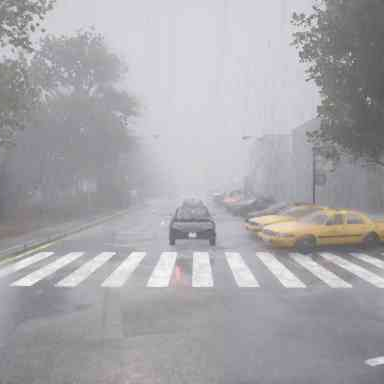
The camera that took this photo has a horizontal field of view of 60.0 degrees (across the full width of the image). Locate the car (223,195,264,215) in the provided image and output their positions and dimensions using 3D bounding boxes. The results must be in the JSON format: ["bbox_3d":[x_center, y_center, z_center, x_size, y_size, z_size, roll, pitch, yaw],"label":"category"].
[{"bbox_3d":[5.380,1.205,27.826,4.674,1.452,2.002,0,1,-20],"label":"car"}]

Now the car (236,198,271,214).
[{"bbox_3d":[5.347,1.286,18.826,4.892,1.521,2.231,1,1,-20],"label":"car"}]

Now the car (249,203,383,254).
[{"bbox_3d":[5.150,1.360,12.761,5.366,1.575,1.946,1,1,-20],"label":"car"}]

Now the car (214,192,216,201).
[{"bbox_3d":[5.450,1.055,39.834,4.674,1.452,2.002,1,0,-20],"label":"car"}]

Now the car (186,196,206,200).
[{"bbox_3d":[0.080,1.273,29.667,1.895,1.301,4.718,0,1,0],"label":"car"}]

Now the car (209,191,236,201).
[{"bbox_3d":[5.576,0.659,60.841,4.553,1.767,2.185,1,0,-20],"label":"car"}]

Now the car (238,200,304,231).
[{"bbox_3d":[5.156,1.320,15.762,5.366,1.575,1.946,0,1,-20],"label":"car"}]

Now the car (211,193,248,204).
[{"bbox_3d":[5.491,0.941,48.827,4.792,1.488,2.163,1,1,-20],"label":"car"}]

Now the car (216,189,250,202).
[{"bbox_3d":[5.466,0.926,36.836,4.553,1.767,2.185,1,1,-20],"label":"car"}]

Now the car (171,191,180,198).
[{"bbox_3d":[-3.735,0.475,75.905,2.097,1.767,4.553,0,1,0],"label":"car"}]

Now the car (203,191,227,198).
[{"bbox_3d":[5.529,0.606,78.806,5.366,1.575,1.946,1,1,-20],"label":"car"}]

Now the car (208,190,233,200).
[{"bbox_3d":[5.680,0.600,66.857,4.553,1.767,2.185,1,1,-20],"label":"car"}]

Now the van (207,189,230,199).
[{"bbox_3d":[5.791,0.444,72.904,4.442,1.987,1.878,1,0,-20],"label":"van"}]

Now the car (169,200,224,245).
[{"bbox_3d":[0.023,1.351,14.637,2.128,1.511,4.902,0,1,0],"label":"car"}]

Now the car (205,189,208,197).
[{"bbox_3d":[5.520,0.626,51.825,5.566,2.045,2.435,1,1,-20],"label":"car"}]

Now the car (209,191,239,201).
[{"bbox_3d":[5.555,0.689,57.840,4.553,1.767,2.185,1,0,-20],"label":"car"}]

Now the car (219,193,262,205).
[{"bbox_3d":[5.367,1.155,30.817,4.792,1.488,2.163,1,1,-20],"label":"car"}]

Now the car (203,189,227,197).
[{"bbox_3d":[5.746,0.303,84.895,5.566,2.045,2.435,1,0,-20],"label":"car"}]

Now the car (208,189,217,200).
[{"bbox_3d":[5.465,0.728,42.809,5.566,2.045,2.435,1,1,-20],"label":"car"}]

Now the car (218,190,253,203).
[{"bbox_3d":[5.446,0.963,33.835,4.553,1.767,2.185,1,1,-20],"label":"car"}]
